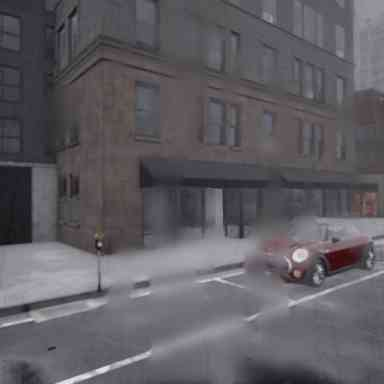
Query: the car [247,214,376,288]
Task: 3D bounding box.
[{"bbox_3d":[3.402,1.489,9.371,4.097,1.590,1.967,0,-1,-38],"label":"car"}]
